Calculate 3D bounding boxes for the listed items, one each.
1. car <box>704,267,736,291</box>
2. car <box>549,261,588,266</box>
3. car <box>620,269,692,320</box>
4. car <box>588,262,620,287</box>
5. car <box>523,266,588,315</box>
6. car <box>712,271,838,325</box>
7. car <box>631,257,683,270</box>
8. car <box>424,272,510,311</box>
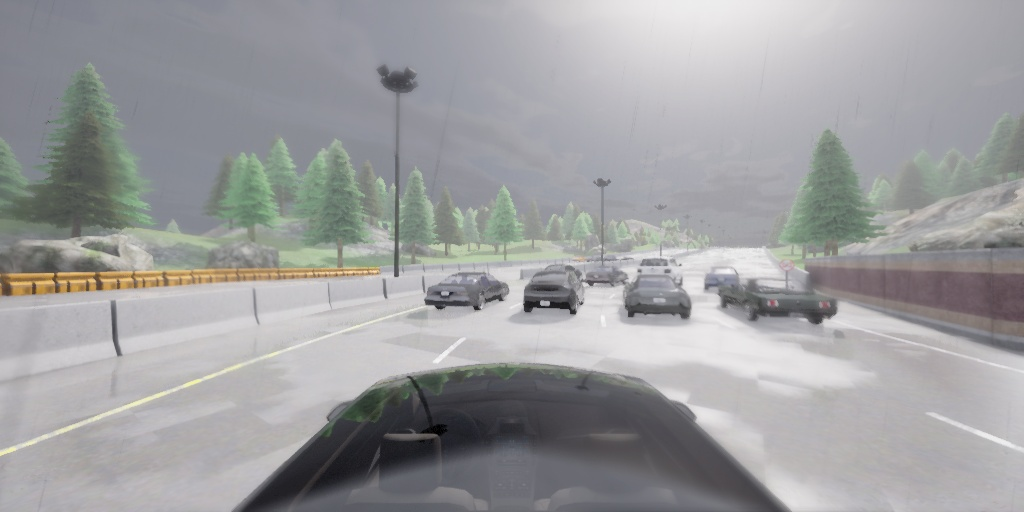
[{"bbox_3d":[12.748,1.348,21.676,2.033,1.411,5.357,0,0,32],"label":"car"},{"bbox_3d":[3.827,1.364,27.213,1.837,1.490,4.892,0,0,32],"label":"car"},{"bbox_3d":[5.098,1.340,12.950,1.994,1.385,4.181,0,0,16],"label":"car"},{"bbox_3d":[6.800,1.389,25.367,2.033,1.411,5.357,0,0,32],"label":"car"},{"bbox_3d":[1.731,1.291,13.909,1.837,1.490,4.892,0,0,16],"label":"car"},{"bbox_3d":[8.472,1.366,12.020,1.895,1.301,4.718,0,0,16],"label":"car"},{"bbox_3d":[9.788,1.059,23.549,2.150,2.045,5.566,0,0,32],"label":"car"},{"bbox_3d":[-1.634,1.360,14.868,2.033,1.411,5.357,0,0,16],"label":"car"}]
